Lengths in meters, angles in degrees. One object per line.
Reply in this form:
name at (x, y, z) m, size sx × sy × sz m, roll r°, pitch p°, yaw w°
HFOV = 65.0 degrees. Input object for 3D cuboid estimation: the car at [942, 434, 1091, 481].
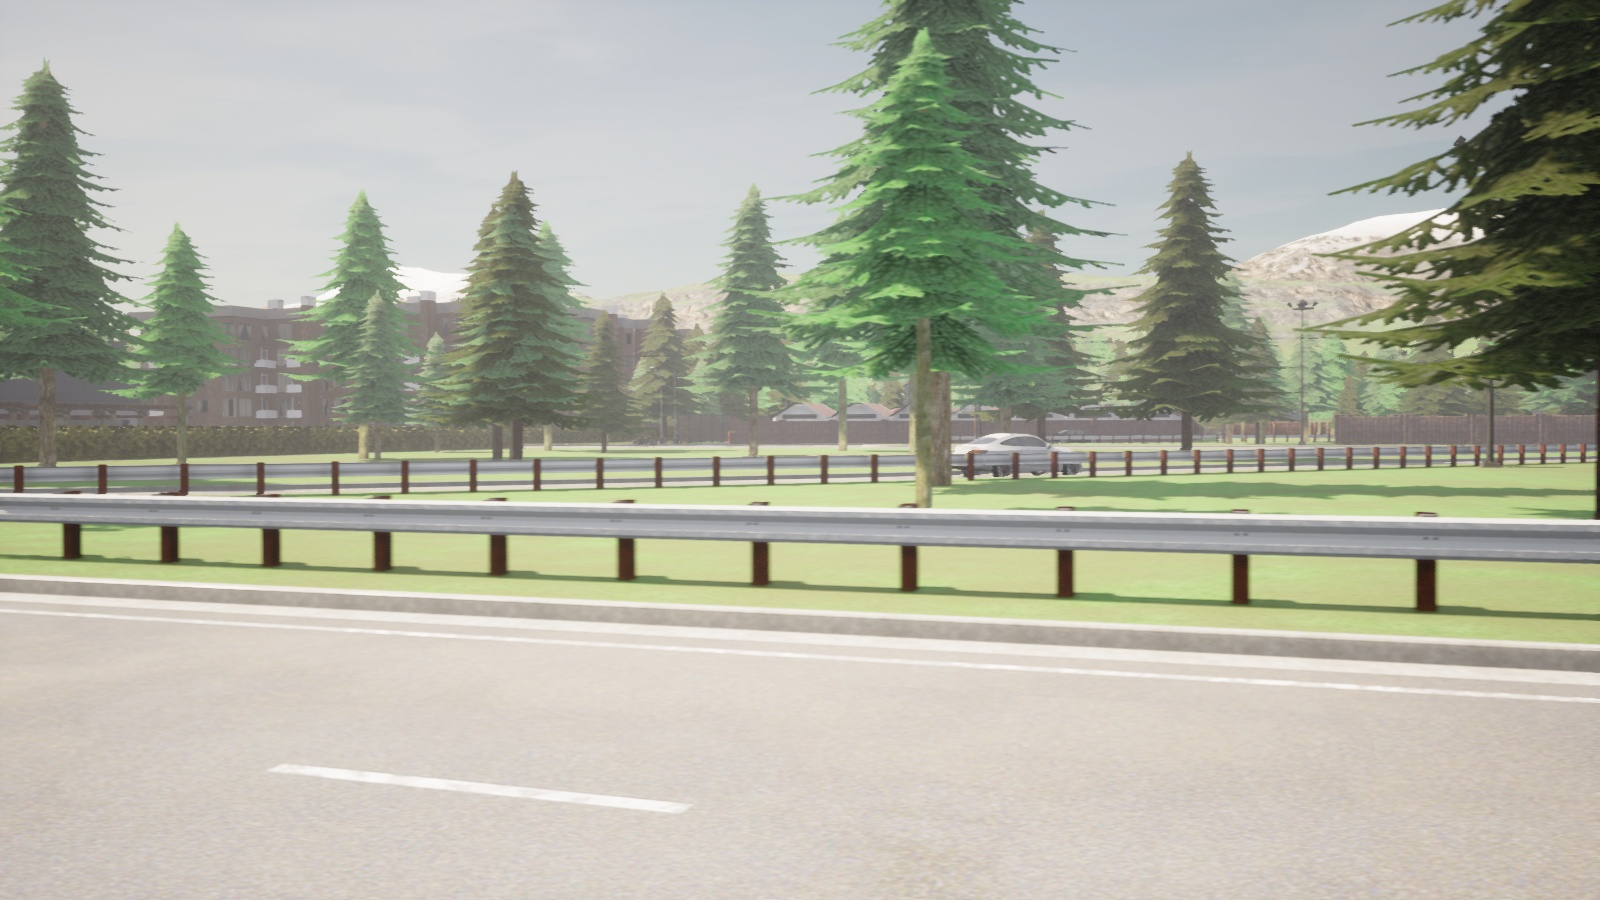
car at (7.070, 0.223, 40.939) m, size 4.674 × 1.442 × 1.812 m, roll 0°, pitch 1°, yaw -29°
